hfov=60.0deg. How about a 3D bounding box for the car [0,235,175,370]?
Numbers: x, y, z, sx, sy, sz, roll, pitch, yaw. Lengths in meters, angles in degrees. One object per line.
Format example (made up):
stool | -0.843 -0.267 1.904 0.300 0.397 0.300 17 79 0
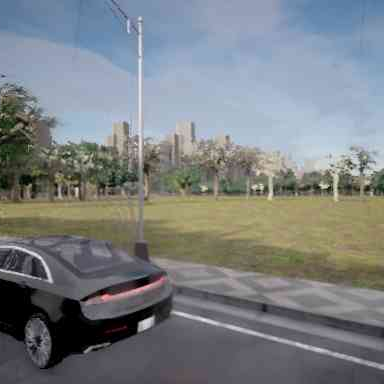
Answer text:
car | -2.556 1.514 5.764 4.902 1.511 2.128 0 0 36
